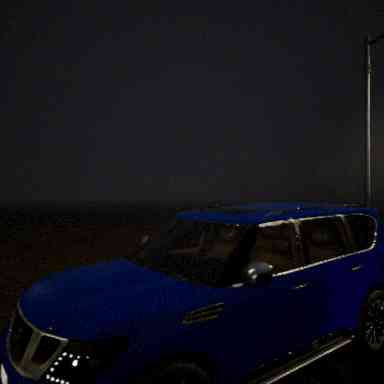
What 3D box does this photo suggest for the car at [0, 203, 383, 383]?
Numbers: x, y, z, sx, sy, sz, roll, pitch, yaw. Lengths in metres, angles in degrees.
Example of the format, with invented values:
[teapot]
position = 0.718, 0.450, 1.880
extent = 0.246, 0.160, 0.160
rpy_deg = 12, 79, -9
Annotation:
[car]
position = 0.646, 1.206, 4.451
extent = 5.566, 2.045, 2.150
rpy_deg = 0, 0, -35
